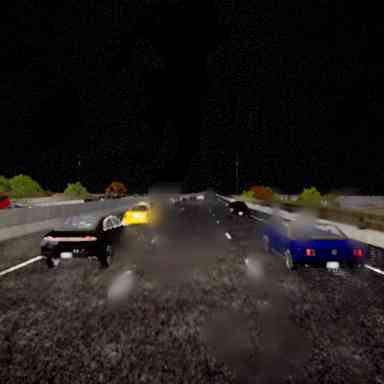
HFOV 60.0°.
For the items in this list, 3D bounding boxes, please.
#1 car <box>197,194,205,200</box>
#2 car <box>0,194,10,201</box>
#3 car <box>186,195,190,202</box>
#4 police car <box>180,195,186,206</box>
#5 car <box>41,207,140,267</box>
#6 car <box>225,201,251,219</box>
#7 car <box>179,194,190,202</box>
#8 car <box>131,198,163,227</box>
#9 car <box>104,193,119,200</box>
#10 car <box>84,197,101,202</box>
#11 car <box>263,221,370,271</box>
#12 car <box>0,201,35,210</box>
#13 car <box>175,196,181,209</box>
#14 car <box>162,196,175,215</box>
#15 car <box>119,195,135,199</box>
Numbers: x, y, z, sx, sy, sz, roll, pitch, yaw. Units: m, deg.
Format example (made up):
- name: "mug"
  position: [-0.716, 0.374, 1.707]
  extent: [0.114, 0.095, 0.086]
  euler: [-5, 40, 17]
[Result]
- name: "car"
  position: [2.217, 1.506, 86.404]
  extent: [1.895, 1.301, 4.718]
  euler: [0, 0, 3]
- name: "car"
  position: [-17.346, 1.197, 27.762]
  extent: [2.150, 2.045, 5.566]
  euler: [0, 0, 1]
- name: "car"
  position: [-2.167, 1.493, 66.408]
  extent: [2.128, 1.511, 4.902]
  euler: [0, 0, 2]
- name: "police car"
  position: [-2.563, 1.494, 55.447]
  extent: [2.038, 1.542, 4.974]
  euler: [0, 0, 2]
- name: "car"
  position: [-3.345, 1.480, 11.330]
  extent: [2.128, 1.511, 4.902]
  euler: [0, 0, 0]
- name: "car"
  position: [3.867, 1.510, 28.390]
  extent: [1.812, 1.442, 4.674]
  euler: [0, 0, 1]
- name: "car"
  position: [-1.702, 1.368, 77.336]
  extent: [2.097, 1.767, 4.553]
  euler: [0, 0, 3]
- name: "car"
  position: [-3.332, 1.439, 22.742]
  extent: [1.801, 1.575, 5.366]
  euler: [0, 0, 1]
- name: "car"
  position: [-16.131, 1.203, 67.549]
  extent: [2.150, 2.045, 5.566]
  euler: [0, 0, 2]
- name: "car"
  position: [-19.701, 1.582, 65.897]
  extent: [1.895, 1.301, 4.718]
  euler: [0, 0, 2]
- name: "car"
  position: [3.648, 1.591, 10.786]
  extent: [1.895, 1.301, 4.718]
  euler: [0, 0, 0]
- name: "car"
  position: [-13.868, 1.577, 26.513]
  extent: [1.895, 1.301, 4.718]
  euler: [0, 0, 1]
- name: "car"
  position: [-2.889, 1.583, 44.513]
  extent: [1.895, 1.301, 4.718]
  euler: [0, 0, 2]
- name: "car"
  position: [-3.148, 1.332, 33.488]
  extent: [2.097, 1.767, 4.553]
  euler: [0, 0, 1]
- name: "car"
  position: [-12.633, 1.522, 67.439]
  extent: [2.033, 1.411, 5.357]
  euler: [0, 0, 2]
